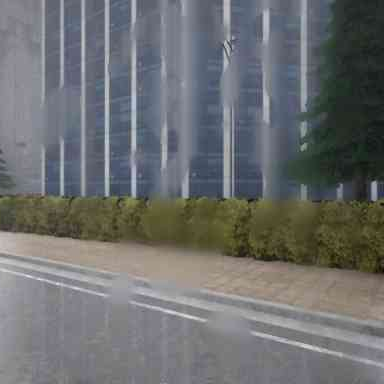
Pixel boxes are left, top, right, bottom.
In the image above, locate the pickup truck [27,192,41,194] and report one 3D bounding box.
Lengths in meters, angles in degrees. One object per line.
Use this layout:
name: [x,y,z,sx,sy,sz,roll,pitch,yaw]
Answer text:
pickup truck: [-33.617,1.059,72.137,6.274,2.098,2.390,0,0,-26]
